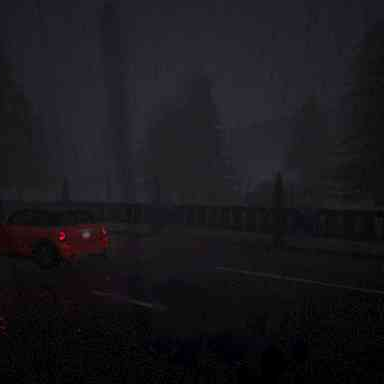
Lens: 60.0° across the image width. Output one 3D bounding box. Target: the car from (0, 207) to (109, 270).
[{"bbox_3d":[-4.964,1.270,10.878,4.553,1.767,2.097,0,0,30],"label":"car"}]
